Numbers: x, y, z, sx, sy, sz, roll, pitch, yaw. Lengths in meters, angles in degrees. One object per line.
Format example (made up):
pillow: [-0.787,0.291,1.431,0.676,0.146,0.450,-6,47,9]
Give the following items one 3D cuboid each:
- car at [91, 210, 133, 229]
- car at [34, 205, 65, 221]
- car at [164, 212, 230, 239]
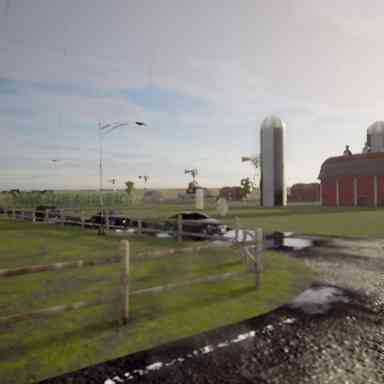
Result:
car: [-6.723,2.203,27.671,1.994,1.385,4.181,-1,-1,-44]
car: [-16.242,2.269,37.860,2.097,1.767,4.553,-1,-1,-42]
car: [0.170,1.975,20.649,4.674,1.442,1.812,-2,-1,45]
